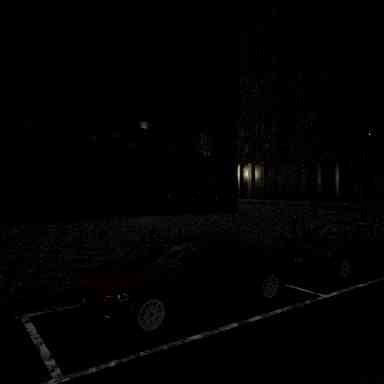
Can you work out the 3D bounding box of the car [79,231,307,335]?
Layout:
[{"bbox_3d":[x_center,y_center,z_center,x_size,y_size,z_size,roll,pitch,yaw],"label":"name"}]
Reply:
[{"bbox_3d":[0.073,1.545,6.720,4.507,1.381,1.887,0,0,-36],"label":"car"}]

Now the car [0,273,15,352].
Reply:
[{"bbox_3d":[-4.422,1.544,3.507,4.507,1.381,1.887,0,0,-36],"label":"car"}]

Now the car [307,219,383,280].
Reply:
[{"bbox_3d":[4.568,1.546,9.933,4.507,1.381,1.887,0,0,-36],"label":"car"}]
